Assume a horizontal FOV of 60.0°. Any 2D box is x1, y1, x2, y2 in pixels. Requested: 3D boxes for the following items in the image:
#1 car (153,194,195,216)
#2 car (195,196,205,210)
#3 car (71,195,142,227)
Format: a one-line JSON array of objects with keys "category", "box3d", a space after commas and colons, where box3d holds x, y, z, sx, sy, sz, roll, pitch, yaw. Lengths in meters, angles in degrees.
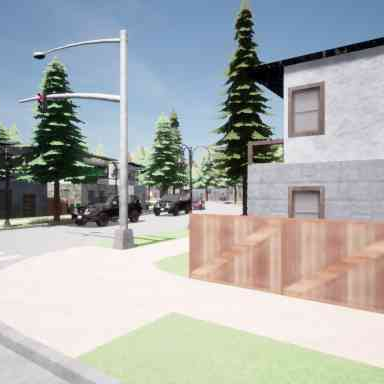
[{"category": "car", "box3d": [-1.830, 1.202, 32.509, 2.150, 2.045, 5.566, 0, 0, 18]}, {"category": "car", "box3d": [0.419, 1.333, 42.111, 2.097, 1.767, 4.553, 0, 0, 9]}, {"category": "car", "box3d": [-5.715, 1.202, 23.130, 2.150, 2.045, 5.566, 0, 0, 27]}]
